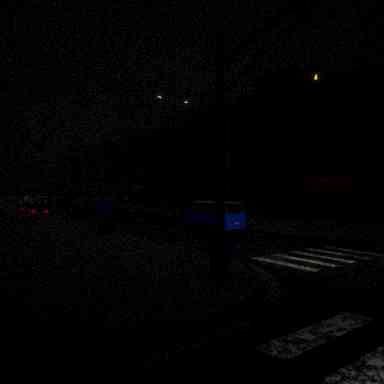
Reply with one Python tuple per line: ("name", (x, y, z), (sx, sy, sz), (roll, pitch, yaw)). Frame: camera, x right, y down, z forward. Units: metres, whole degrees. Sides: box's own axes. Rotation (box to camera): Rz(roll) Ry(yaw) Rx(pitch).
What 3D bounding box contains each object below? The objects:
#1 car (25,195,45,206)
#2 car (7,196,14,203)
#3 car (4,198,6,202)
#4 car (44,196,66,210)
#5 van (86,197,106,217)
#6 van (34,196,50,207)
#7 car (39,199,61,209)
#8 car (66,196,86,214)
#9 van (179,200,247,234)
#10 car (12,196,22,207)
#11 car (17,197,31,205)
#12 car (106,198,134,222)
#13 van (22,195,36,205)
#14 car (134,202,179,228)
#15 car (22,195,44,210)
("car", (-27.648, 1.502, 58.513), (2.192, 1.841, 5.009), (0, 0, -36))
("car", (-40.478, 1.698, 76.264), (1.967, 1.590, 4.097), (0, 0, -36))
("car", (-43.785, 1.802, 80.839), (1.752, 1.417, 4.829), (0, 0, -36))
("car", (-18.026, 1.449, 45.201), (2.192, 1.841, 5.009), (0, 0, -36))
("van", (-8.403, 1.422, 31.888), (1.690, 1.788, 3.998), (0, 0, -36))
("van", (-24.441, 1.511, 54.076), (1.690, 1.788, 3.998), (0, 0, -36))
("car", (-21.233, 1.703, 49.638), (2.008, 1.369, 4.403), (0, 0, -36))
("car", (-11.611, 1.413, 36.323), (2.192, 1.841, 5.009), (0, 0, -36))
("van", (1.219, 1.374, 18.576), (1.690, 1.788, 3.998), (0, 0, -36))
("car", (-27.104, 1.772, 53.425), (1.895, 1.301, 4.718), (0, 0, -36))
("car", (-34.162, 1.749, 67.526), (1.752, 1.417, 4.829), (0, 0, -36))
("car", (-5.195, 1.504, 27.451), (1.967, 1.590, 4.097), (0, 0, -36))
("van", (-30.856, 1.546, 62.951), (1.690, 1.788, 3.998), (0, 0, -36))
("car", (-1.988, 1.488, 23.013), (1.967, 1.590, 4.097), (0, 0, -36))
("car", (-21.246, 1.490, 45.325), (2.097, 1.767, 4.553), (0, 0, -36))
